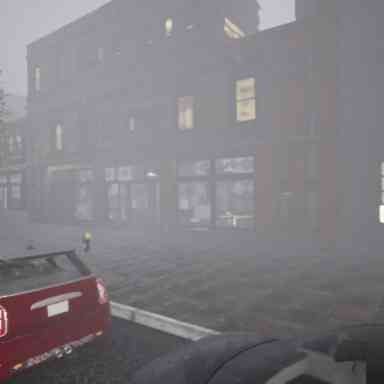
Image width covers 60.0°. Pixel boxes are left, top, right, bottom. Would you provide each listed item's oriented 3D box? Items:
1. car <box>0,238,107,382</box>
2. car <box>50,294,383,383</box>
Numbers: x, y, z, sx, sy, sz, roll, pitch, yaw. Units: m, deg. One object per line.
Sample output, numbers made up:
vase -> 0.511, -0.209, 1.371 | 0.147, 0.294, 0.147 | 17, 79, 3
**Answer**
car -> -3.207, 1.441, 5.178 | 4.097, 1.590, 1.967 | 0, -1, 36
car -> 1.306, 1.566, 1.956 | 4.313, 1.339, 1.947 | 0, -1, 36
